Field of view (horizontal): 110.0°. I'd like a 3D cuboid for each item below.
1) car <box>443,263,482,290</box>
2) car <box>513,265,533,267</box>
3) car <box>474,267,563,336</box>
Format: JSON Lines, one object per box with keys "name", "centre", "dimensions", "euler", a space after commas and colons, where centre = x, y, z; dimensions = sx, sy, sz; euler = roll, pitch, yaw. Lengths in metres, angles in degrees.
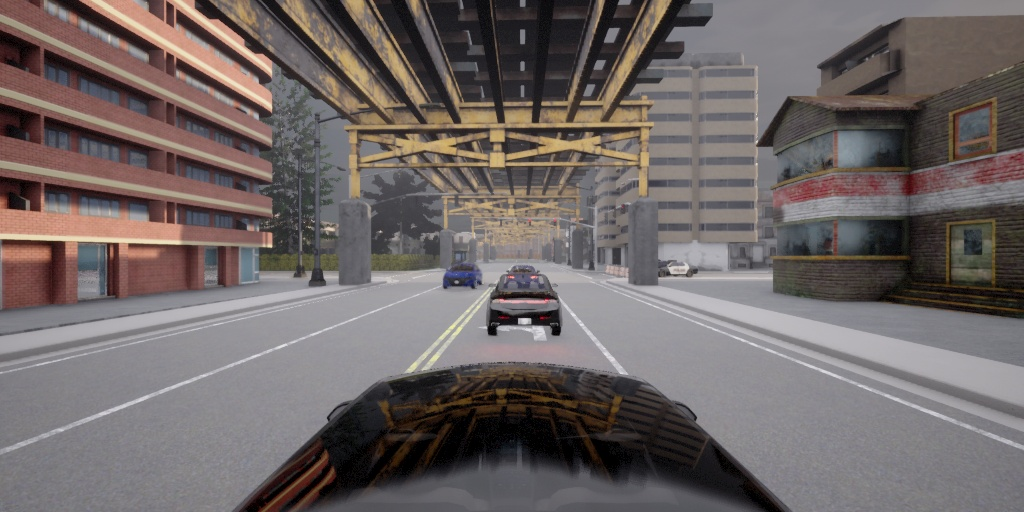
{"name": "car", "centre": [-2.959, 1.190, 22.304], "dimensions": [1.882, 1.535, 5.008], "euler": [0, 0, 2]}
{"name": "car", "centre": [0.627, 1.240, 20.656], "dimensions": [1.812, 1.442, 4.674], "euler": [0, 0, 2]}
{"name": "car", "centre": [0.328, 1.232, 10.388], "dimensions": [2.128, 1.511, 4.902], "euler": [0, 0, 1]}
